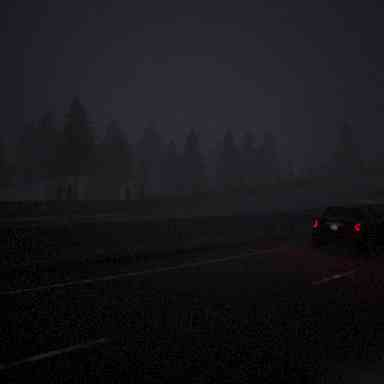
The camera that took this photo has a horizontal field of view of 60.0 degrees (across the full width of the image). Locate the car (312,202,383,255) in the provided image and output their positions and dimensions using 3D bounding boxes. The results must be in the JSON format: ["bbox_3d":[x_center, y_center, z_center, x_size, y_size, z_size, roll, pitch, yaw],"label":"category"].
[{"bbox_3d":[6.749,1.178,12.916,4.553,1.767,2.097,-3,2,-35],"label":"car"}]
